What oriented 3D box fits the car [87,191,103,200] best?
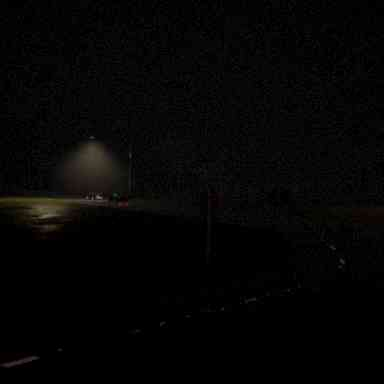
[{"bbox_3d":[-17.362,0.649,59.592,1.837,1.490,4.892,2,0,-35],"label":"car"}]

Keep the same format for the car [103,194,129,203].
[{"bbox_3d":[-11.608,0.939,51.452,1.895,1.301,4.718,2,0,-35],"label":"car"}]
